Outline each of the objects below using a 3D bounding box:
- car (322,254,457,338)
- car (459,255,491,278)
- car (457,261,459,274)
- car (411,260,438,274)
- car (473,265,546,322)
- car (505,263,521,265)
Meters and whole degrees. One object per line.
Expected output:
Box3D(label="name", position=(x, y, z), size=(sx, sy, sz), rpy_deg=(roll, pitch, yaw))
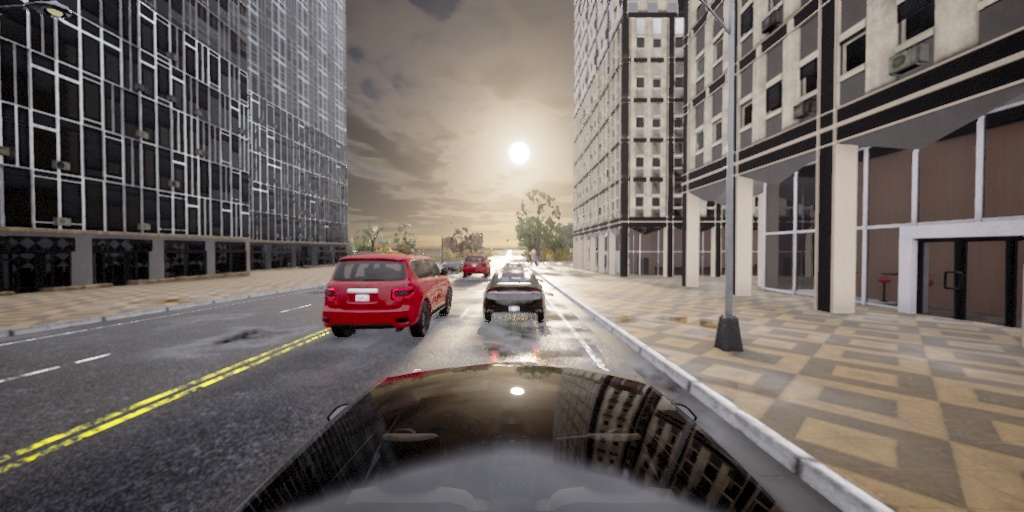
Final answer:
Box3D(label="car", position=(-3.181, 0.961, 10.286), size=(2.150, 2.045, 5.566), rpy_deg=(0, 0, 0))
Box3D(label="car", position=(-3.166, 0.919, 32.892), size=(2.150, 2.045, 5.566), rpy_deg=(0, 0, 0))
Box3D(label="car", position=(-6.609, 1.230, 39.969), size=(2.033, 1.411, 5.357), rpy_deg=(0, 0, 0))
Box3D(label="car", position=(-9.857, 1.186, 40.653), size=(1.837, 1.490, 4.892), rpy_deg=(0, 0, 0))
Box3D(label="car", position=(0.074, 1.225, 12.293), size=(2.128, 1.511, 4.902), rpy_deg=(0, 0, 0))
Box3D(label="car", position=(0.077, 1.252, 29.179), size=(2.033, 1.411, 5.357), rpy_deg=(0, 0, 0))
